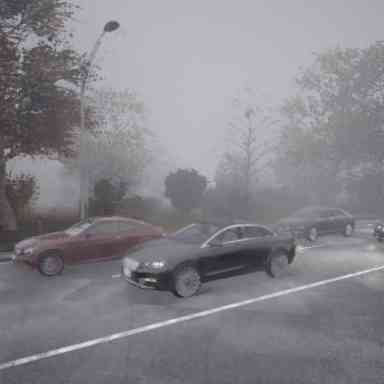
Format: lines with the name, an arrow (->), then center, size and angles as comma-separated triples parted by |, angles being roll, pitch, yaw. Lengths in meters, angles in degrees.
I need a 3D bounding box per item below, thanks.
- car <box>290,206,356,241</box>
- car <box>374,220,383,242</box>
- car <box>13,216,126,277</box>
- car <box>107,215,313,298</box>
car -> 6.200, 1.503, 16.596 | 4.892, 1.490, 1.837 | 0, 0, -34
car -> 10.184, 1.493, 15.044 | 4.902, 1.511, 2.128 | 0, 0, -33
car -> -2.933, 1.519, 10.391 | 4.674, 1.442, 1.812 | 0, 0, -35
car -> 0.622, 1.489, 8.597 | 4.902, 1.511, 2.128 | 0, 0, -34
